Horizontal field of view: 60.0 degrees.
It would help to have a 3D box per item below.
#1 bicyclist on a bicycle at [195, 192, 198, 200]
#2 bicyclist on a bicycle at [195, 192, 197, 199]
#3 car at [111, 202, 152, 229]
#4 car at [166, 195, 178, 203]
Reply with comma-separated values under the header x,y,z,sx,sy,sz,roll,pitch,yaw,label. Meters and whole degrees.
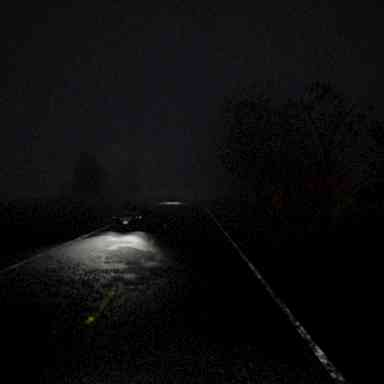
x,y,z,sx,sy,sz,roll,pitch,yaw,label
0.974,0.996,77.694,0.582,1.620,1.656,0,0,0,bicyclist on a bicycle
0.974,0.939,86.693,0.582,1.620,1.656,0,0,0,bicyclist on a bicycle
-3.597,1.376,20.450,2.128,1.511,4.902,0,0,0,car
-3.531,1.210,60.945,1.994,1.385,4.181,0,0,1,car
